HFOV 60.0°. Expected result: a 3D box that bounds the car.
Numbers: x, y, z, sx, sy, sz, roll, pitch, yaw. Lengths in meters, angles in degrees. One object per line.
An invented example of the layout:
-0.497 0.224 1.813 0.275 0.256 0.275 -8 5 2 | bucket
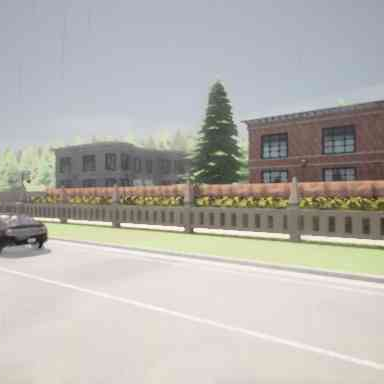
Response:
-7.967 1.624 13.858 4.902 1.511 2.128 -1 0 36 | car
